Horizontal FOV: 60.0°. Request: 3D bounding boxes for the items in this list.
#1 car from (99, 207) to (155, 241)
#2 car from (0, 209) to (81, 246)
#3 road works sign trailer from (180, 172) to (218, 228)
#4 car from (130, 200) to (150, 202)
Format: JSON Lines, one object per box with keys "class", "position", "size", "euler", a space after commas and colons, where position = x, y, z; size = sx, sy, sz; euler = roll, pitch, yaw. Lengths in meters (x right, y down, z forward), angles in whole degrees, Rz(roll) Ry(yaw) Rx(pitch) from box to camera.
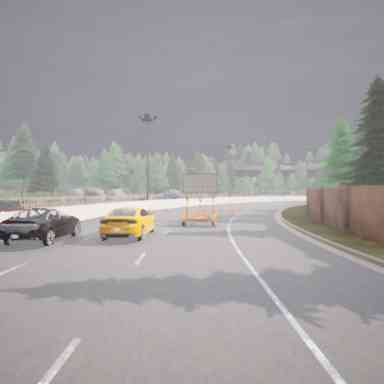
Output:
{"class": "car", "position": [-3.106, 1.486, 16.840], "size": [1.882, 1.535, 5.008], "euler": [0, 0, 4]}
{"class": "car", "position": [-6.703, 1.499, 15.224], "size": [2.128, 1.511, 4.902], "euler": [0, 0, 2]}
{"class": "road works sign trailer", "position": [0.579, 0.475, 22.490], "size": [2.380, 3.560, 2.880], "euler": [0, 0, 10]}
{"class": "car", "position": [-9.351, 1.631, 60.376], "size": [1.895, 1.301, 4.718], "euler": [0, 0, 27]}
